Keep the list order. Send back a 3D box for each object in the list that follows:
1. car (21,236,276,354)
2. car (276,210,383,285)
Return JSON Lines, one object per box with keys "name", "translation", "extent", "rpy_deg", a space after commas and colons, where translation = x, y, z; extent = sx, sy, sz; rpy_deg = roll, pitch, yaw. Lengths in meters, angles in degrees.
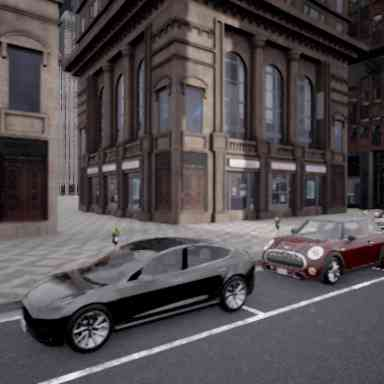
{"name": "car", "translation": [-0.699, 1.565, 6.148], "extent": [4.313, 1.339, 1.947], "rpy_deg": [0, 0, -36]}
{"name": "car", "translation": [3.860, 1.438, 9.402], "extent": [4.097, 1.590, 1.967], "rpy_deg": [0, 0, -36]}
